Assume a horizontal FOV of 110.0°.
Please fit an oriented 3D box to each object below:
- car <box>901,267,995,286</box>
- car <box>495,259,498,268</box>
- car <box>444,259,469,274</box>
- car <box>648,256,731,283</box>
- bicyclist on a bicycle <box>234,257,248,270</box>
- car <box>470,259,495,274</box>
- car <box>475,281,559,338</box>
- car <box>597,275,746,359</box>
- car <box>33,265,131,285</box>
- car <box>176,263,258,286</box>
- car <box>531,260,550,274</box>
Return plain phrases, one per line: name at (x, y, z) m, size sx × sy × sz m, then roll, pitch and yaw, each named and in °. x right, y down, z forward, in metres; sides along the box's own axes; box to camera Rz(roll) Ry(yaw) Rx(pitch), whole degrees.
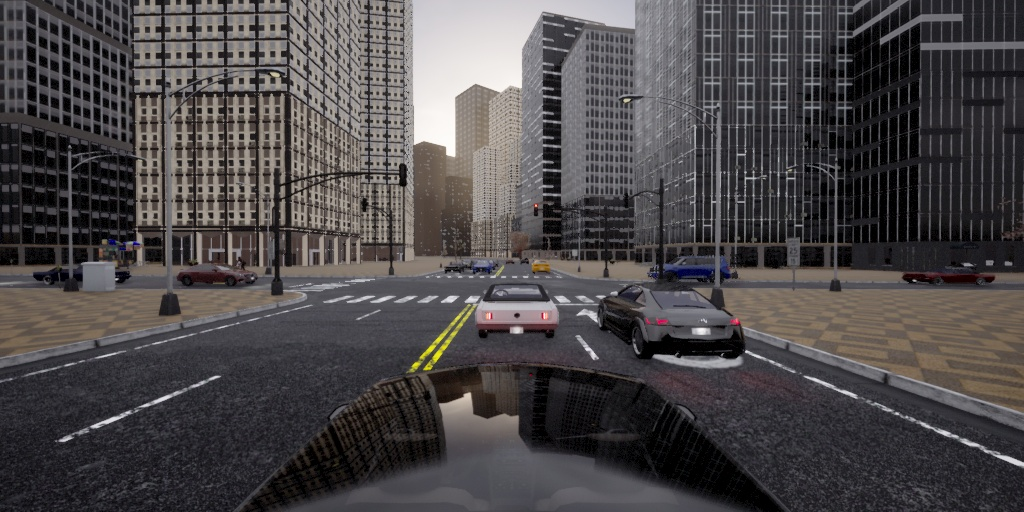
car at (31.384, 1.477, 25.927) m, size 4.718 × 1.301 × 1.895 m, roll 0°, pitch 0°, yaw 1°
car at (-3.285, 1.229, 50.074) m, size 1.812 × 1.442 × 4.674 m, roll 0°, pitch 0°, yaw 0°
car at (-6.550, 1.320, 41.403) m, size 1.895 × 1.301 × 4.718 m, roll 0°, pitch 0°, yaw 0°
car at (12.960, 1.013, 26.343) m, size 5.566 × 2.045 × 2.150 m, roll 0°, pitch 0°, yaw 1°
bicyclist on a bicycle at (-24.667, 0.871, 32.595) m, size 0.582 × 1.620 × 1.656 m, roll 0°, pitch 1°, yaw 1°
car at (-3.298, 1.197, 40.730) m, size 1.882 × 1.535 × 5.008 m, roll 0°, pitch 0°, yaw 0°
car at (0.110, 1.348, 10.120) m, size 1.895 × 1.301 × 4.718 m, roll 0°, pitch 0°, yaw 0°
car at (3.363, 1.312, 8.403) m, size 1.994 × 1.385 × 4.181 m, roll 0°, pitch 0°, yaw 0°
car at (-28.566, 1.226, 23.965) m, size 4.718 × 1.301 × 1.895 m, roll 0°, pitch 0°, yaw 1°
car at (-19.457, 1.194, 23.724) m, size 4.674 × 1.442 × 1.812 m, roll 0°, pitch 0°, yaw 1°
car at (3.296, 1.196, 41.273) m, size 1.882 × 1.535 × 5.008 m, roll 0°, pitch 0°, yaw 1°
